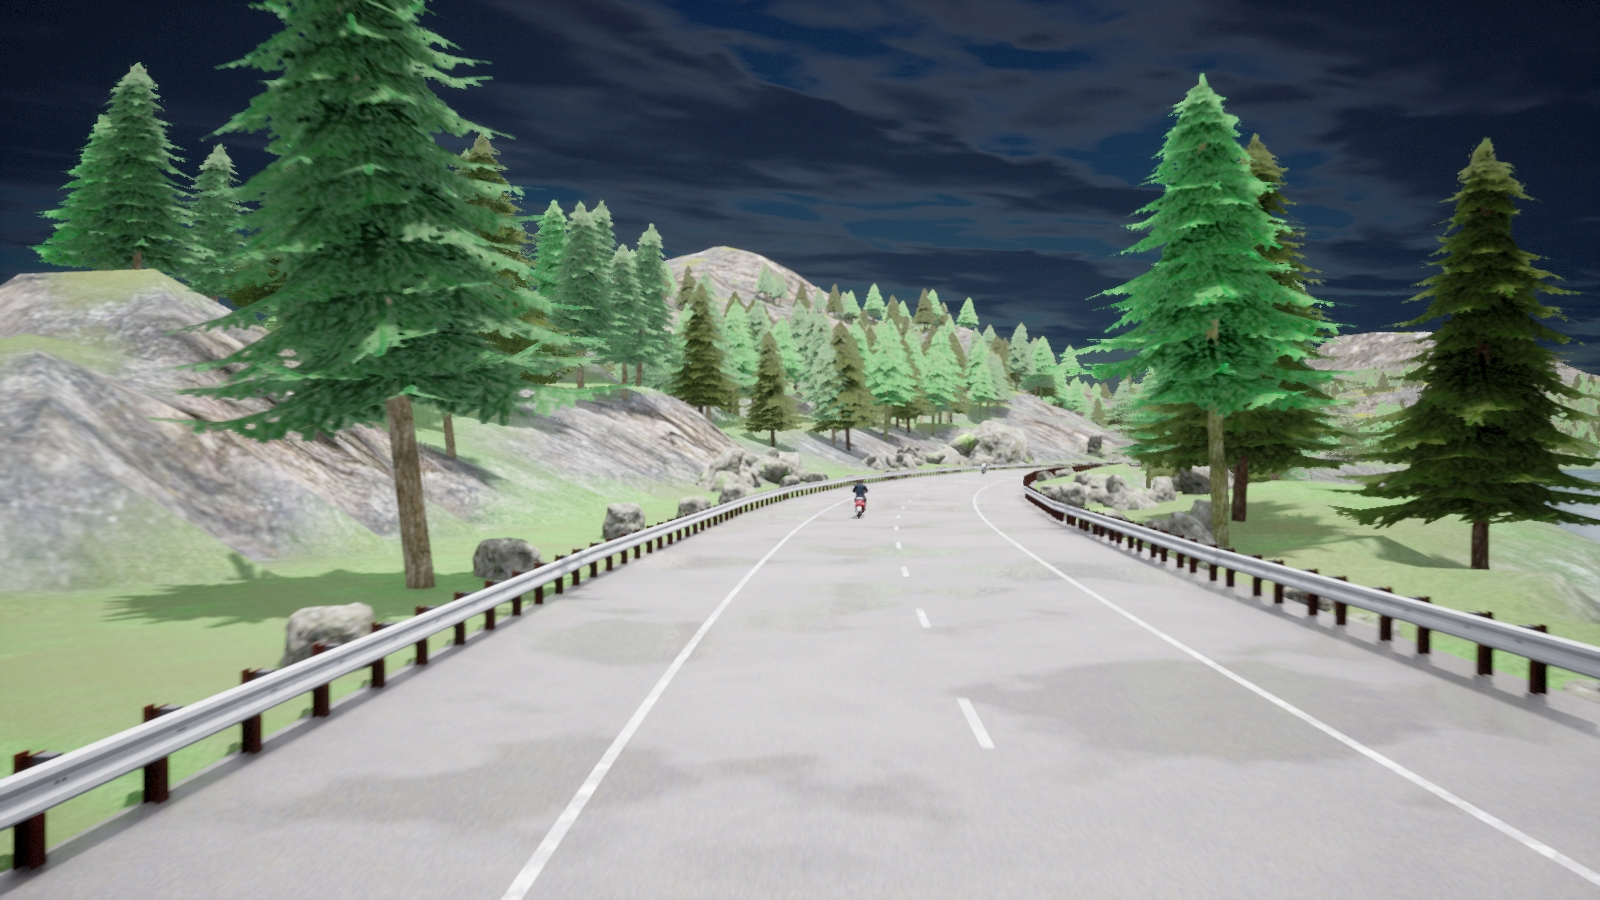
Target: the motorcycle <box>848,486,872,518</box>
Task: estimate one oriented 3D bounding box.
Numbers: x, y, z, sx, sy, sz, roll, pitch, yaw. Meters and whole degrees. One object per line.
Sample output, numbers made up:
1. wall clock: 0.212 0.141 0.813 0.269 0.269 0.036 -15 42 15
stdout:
1. motorcycle: 2.513 2.180 47.826 0.856 1.236 1.805 1 0 6
